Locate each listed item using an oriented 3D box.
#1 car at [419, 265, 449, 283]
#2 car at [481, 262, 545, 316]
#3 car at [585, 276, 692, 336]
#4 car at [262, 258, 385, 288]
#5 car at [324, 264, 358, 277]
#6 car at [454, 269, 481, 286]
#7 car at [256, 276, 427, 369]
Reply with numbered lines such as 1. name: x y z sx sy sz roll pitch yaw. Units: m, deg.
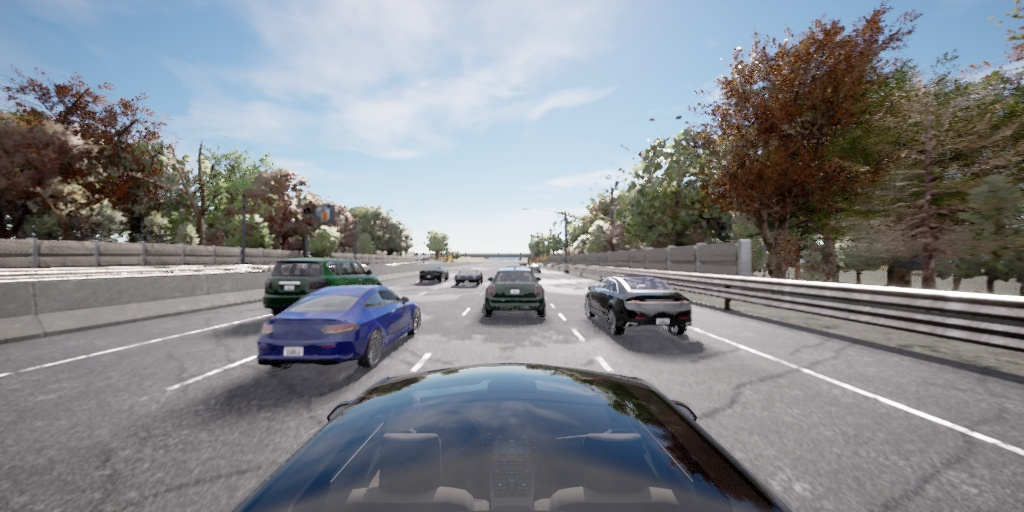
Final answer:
1. car: -6.899 1.582 32.205 1.882 1.535 5.008 0 -1 0
2. car: 0.101 1.245 14.184 2.097 1.767 4.553 0 -1 0
3. car: 3.509 1.335 10.777 2.128 1.511 4.902 0 -1 0
4. car: -6.899 1.109 13.789 2.150 2.045 5.566 0 -1 0
5. car: -21.086 1.727 44.443 1.882 1.535 5.008 0 -1 0
6. car: -3.397 1.669 29.146 1.895 1.301 4.718 0 -1 0
7. car: -3.398 1.345 7.879 1.812 1.442 4.674 0 -1 0
